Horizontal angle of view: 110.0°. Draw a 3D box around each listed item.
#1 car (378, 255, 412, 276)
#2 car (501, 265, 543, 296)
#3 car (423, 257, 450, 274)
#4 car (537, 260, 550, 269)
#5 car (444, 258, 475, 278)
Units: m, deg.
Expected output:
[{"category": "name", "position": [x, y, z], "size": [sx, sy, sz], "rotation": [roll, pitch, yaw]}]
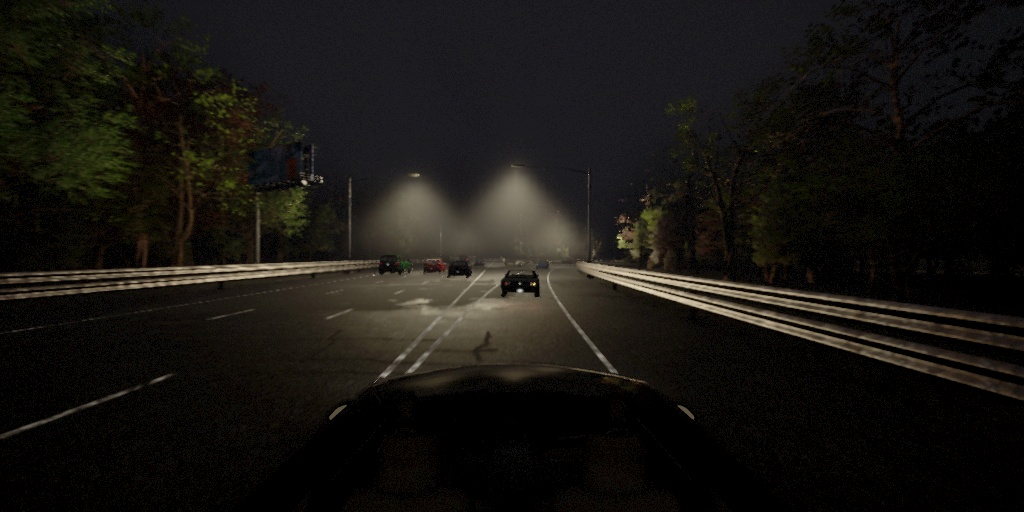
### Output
[{"category": "car", "position": [-11.881, 0.891, 36.741], "size": [2.150, 2.045, 5.566], "rotation": [0, 0, -2]}, {"category": "car", "position": [0.528, 1.343, 19.171], "size": [1.895, 1.301, 4.718], "rotation": [0, 0, 4]}, {"category": "car", "position": [-8.487, 1.162, 39.763], "size": [1.882, 1.535, 5.008], "rotation": [0, 0, -2]}, {"category": "car", "position": [5.090, 1.419, 58.280], "size": [2.033, 1.411, 5.357], "rotation": [0, 0, 11]}, {"category": "car", "position": [-4.752, 1.185, 33.273], "size": [1.882, 1.535, 5.008], "rotation": [0, 0, -2]}]
